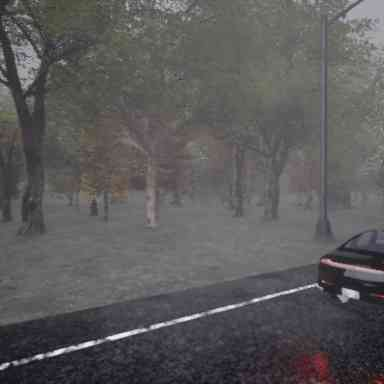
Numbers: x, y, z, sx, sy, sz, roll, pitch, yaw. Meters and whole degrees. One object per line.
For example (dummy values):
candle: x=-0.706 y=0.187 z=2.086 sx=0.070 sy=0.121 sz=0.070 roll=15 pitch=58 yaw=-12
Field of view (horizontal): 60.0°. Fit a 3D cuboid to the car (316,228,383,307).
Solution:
car: x=4.681 y=1.531 z=7.085 sx=4.902 sy=1.511 sz=2.128 roll=0 pitch=0 yaw=-35
